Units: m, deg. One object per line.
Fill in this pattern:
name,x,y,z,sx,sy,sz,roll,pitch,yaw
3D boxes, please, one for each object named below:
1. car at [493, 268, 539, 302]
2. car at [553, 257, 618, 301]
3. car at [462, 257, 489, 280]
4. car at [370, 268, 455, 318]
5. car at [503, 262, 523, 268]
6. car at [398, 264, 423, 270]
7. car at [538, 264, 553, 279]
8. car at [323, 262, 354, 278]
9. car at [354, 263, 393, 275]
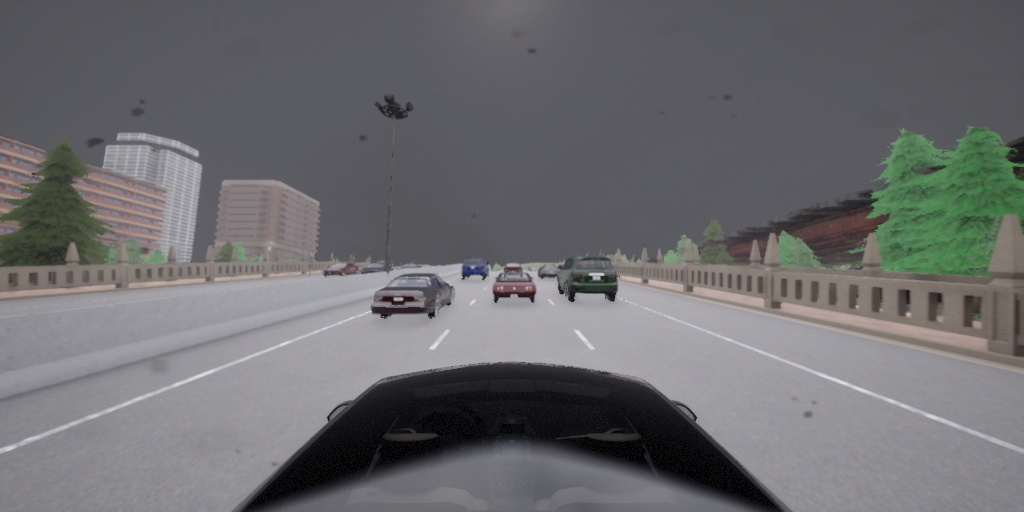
car,0.106,1.425,17.487,1.895,1.301,4.718,0,0,0
car,3.607,1.048,17.939,2.150,2.045,5.566,0,0,0
car,-3.387,1.122,33.730,2.150,2.045,5.566,0,0,0
car,-3.395,1.351,13.221,2.033,1.411,5.357,0,0,0
car,0.114,1.389,36.095,1.882,1.535,5.008,0,0,0
car,-10.580,1.482,37.703,1.994,1.385,4.181,0,0,0
car,3.613,1.471,35.124,1.994,1.385,4.181,0,0,0
car,-17.580,1.393,37.096,1.882,1.535,5.008,0,0,0
car,-14.084,1.465,37.470,2.033,1.411,5.357,0,0,0
